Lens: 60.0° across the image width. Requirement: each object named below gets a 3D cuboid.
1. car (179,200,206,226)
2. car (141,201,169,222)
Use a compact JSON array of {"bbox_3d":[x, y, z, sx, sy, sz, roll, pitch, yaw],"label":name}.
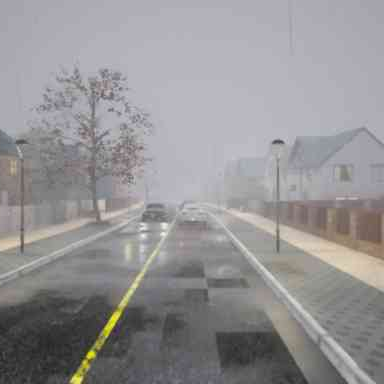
[{"bbox_3d":[0.043,1.546,23.653,1.812,1.442,4.674,0,0,0],"label":"car"},{"bbox_3d":[-2.852,1.537,26.543,1.837,1.490,4.892,0,-1,0],"label":"car"}]
